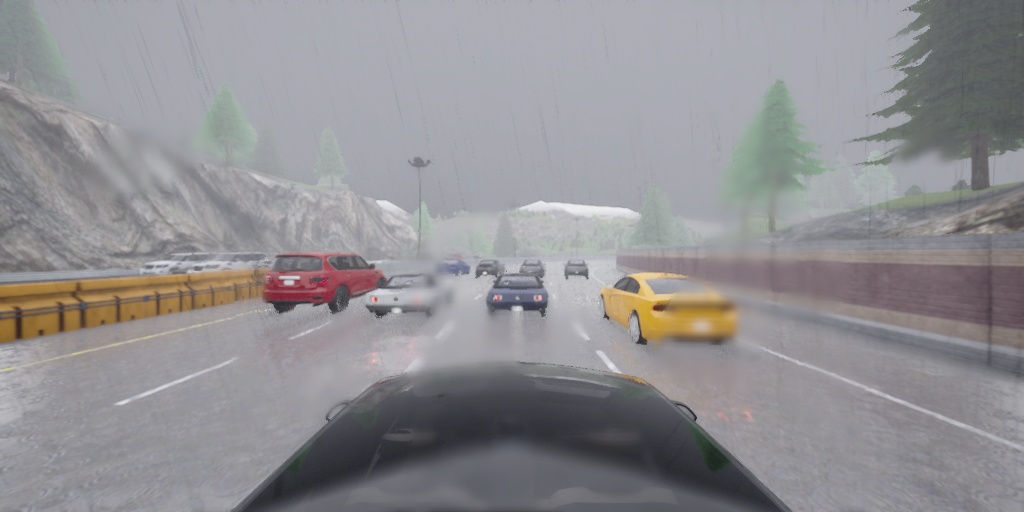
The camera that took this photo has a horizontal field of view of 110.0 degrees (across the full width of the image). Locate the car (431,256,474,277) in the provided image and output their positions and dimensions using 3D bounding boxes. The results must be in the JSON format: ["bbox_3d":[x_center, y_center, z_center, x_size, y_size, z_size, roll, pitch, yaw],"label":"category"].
[{"bbox_3d":[-5.030,1.012,31.404,1.882,1.535,5.008,0,0,9],"label":"car"}]

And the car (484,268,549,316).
[{"bbox_3d":[0.244,1.270,12.953,1.895,1.301,4.718,0,0,2],"label":"car"}]

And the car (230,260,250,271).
[{"bbox_3d":[-16.633,1.142,24.894,1.994,1.385,4.181,0,0,6],"label":"car"}]

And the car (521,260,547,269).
[{"bbox_3d":[1.794,1.039,29.796,2.128,1.511,4.902,0,0,9],"label":"car"}]

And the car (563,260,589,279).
[{"bbox_3d":[5.327,1.041,29.771,2.128,1.511,4.902,0,0,9],"label":"car"}]

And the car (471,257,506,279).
[{"bbox_3d":[-1.724,1.051,29.926,1.837,1.490,4.892,0,0,8],"label":"car"}]

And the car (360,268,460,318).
[{"bbox_3d":[-3.263,1.271,12.585,1.895,1.301,4.718,0,0,2],"label":"car"}]

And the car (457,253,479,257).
[{"bbox_3d":[-7.264,0.650,64.136,2.097,1.767,4.553,0,0,21],"label":"car"}]

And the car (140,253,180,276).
[{"bbox_3d":[-26.726,0.763,29.403,2.150,2.045,5.566,0,0,7],"label":"car"}]

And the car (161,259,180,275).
[{"bbox_3d":[-23.388,1.101,27.969,2.033,1.411,5.357,0,0,7],"label":"car"}]

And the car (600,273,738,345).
[{"bbox_3d":[3.663,1.174,9.328,1.882,1.535,5.008,0,0,1],"label":"car"}]

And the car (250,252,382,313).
[{"bbox_3d":[-6.733,0.884,13.643,2.150,2.045,5.566,0,0,2],"label":"car"}]

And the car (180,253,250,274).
[{"bbox_3d":[-20.064,0.793,25.941,2.150,2.045,5.566,0,0,6],"label":"car"}]
